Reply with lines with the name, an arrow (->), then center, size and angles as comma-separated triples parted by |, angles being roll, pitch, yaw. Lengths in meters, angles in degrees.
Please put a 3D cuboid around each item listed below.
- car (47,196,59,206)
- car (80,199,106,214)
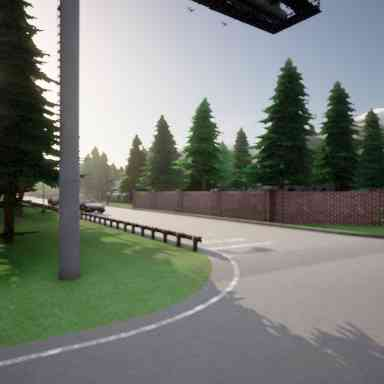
car -> -19.400, 1.354, 47.623 | 1.882, 1.535, 5.008 | 0, 0, -32
car -> -10.013, 1.385, 32.301 | 2.033, 1.411, 5.357 | 0, 0, -32
